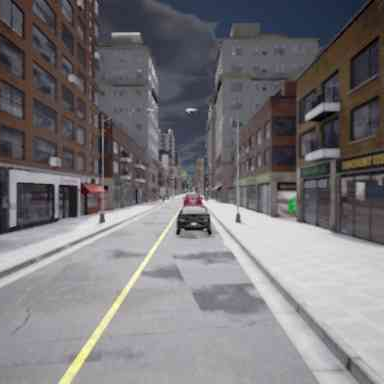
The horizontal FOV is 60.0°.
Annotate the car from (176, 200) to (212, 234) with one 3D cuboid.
[{"bbox_3d":[0.100,1.472,19.385,1.882,1.535,5.008,0,0,0],"label":"car"}]

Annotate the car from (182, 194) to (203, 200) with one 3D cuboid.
[{"bbox_3d":[0.100,1.217,38.007,2.150,2.045,5.566,0,0,0],"label":"car"}]
